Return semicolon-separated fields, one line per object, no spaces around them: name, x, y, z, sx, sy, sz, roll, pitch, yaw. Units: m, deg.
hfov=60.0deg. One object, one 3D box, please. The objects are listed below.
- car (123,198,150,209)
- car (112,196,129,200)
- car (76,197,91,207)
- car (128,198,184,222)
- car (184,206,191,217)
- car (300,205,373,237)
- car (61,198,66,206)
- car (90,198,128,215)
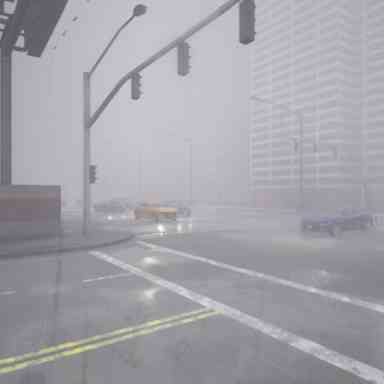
car;-7.774;1.531;45.909;1.812;1.442;4.674;0;0;-35
car;-8.697;1.357;40.810;2.097;1.767;4.553;0;0;-35
car;-16.906;1.497;52.516;2.128;1.511;4.902;0;0;-35
car;-2.984;1.481;26.634;1.882;1.535;5.008;0;0;-35
car;-1.927;1.530;31.208;1.812;1.442;4.674;0;0;-35
car;7.985;1.482;18.294;5.008;1.535;1.882;0;0;-36
car;-21.708;1.551;53.307;2.033;1.411;5.357;0;0;-35
car;-8.618;1.604;34.619;1.895;1.301;4.718;0;0;-35
